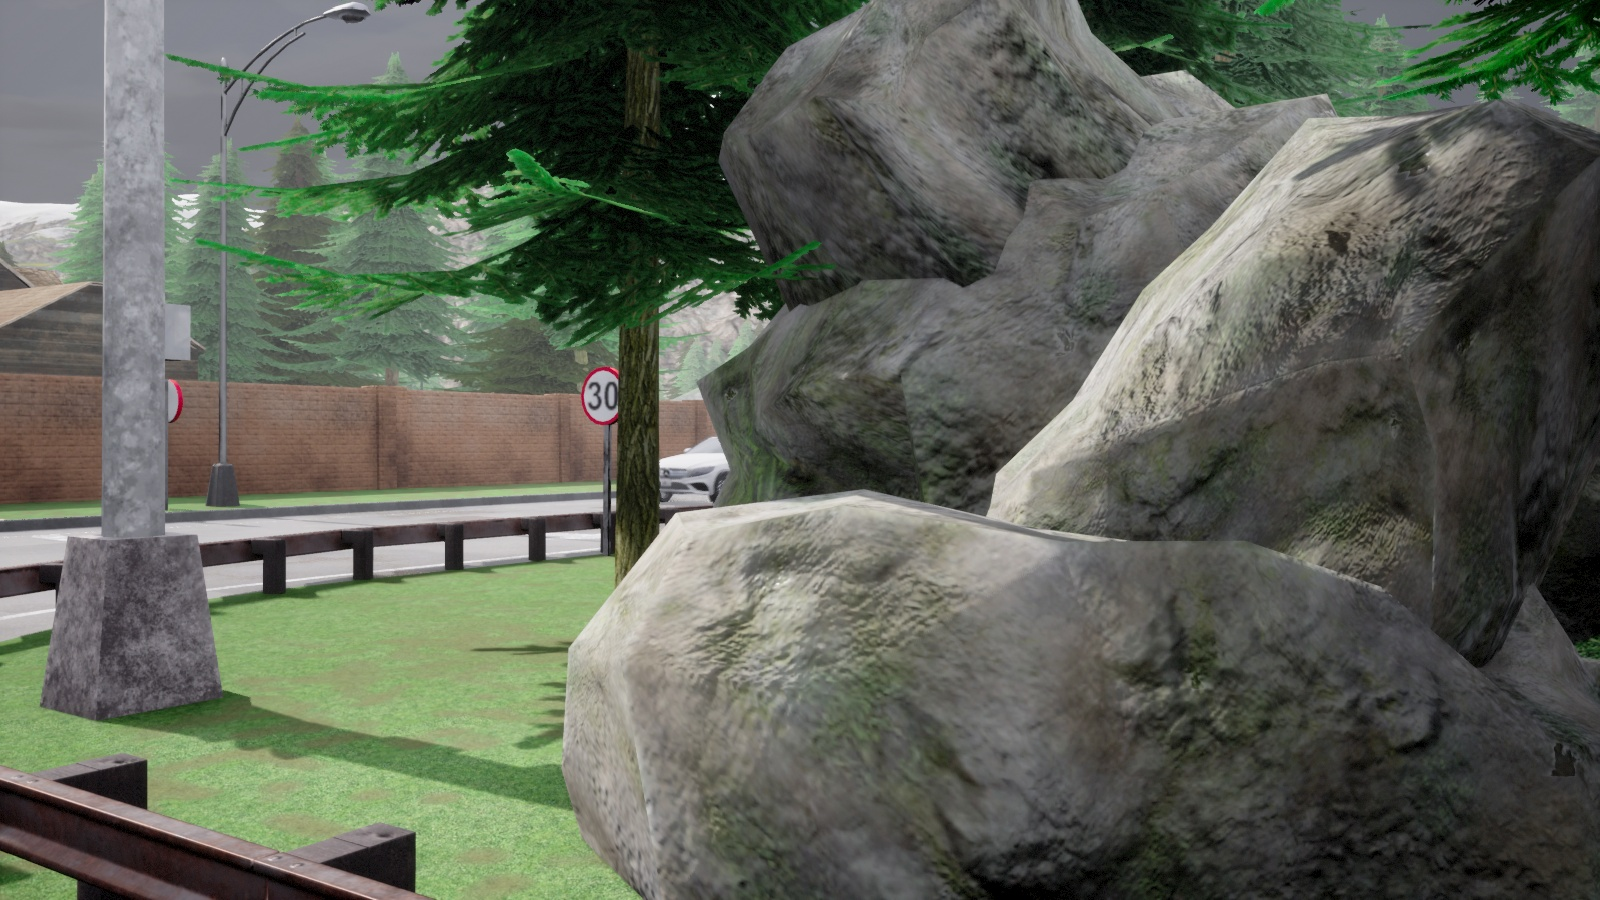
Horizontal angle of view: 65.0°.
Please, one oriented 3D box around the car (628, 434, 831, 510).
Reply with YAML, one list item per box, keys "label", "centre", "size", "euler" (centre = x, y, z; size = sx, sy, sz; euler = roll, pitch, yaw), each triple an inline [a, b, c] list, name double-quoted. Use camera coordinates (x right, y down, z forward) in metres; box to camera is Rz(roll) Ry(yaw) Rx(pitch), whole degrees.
- label: "car"
  centre: [-1.376, 0.392, 26.541]
  size: [1.812, 1.442, 4.674]
  euler: [0, 1, 34]
